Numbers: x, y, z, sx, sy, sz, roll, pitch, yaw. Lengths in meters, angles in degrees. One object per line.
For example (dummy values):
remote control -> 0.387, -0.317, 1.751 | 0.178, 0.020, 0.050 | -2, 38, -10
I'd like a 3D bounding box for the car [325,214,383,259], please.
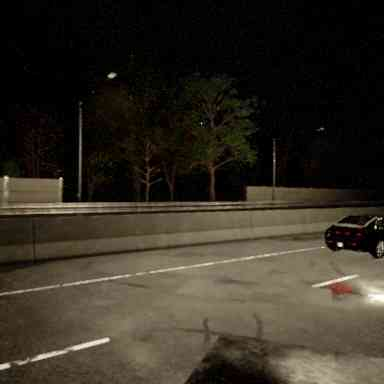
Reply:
car -> 7.326, 1.649, 13.376 | 4.892, 1.490, 1.837 | 0, 0, -35
